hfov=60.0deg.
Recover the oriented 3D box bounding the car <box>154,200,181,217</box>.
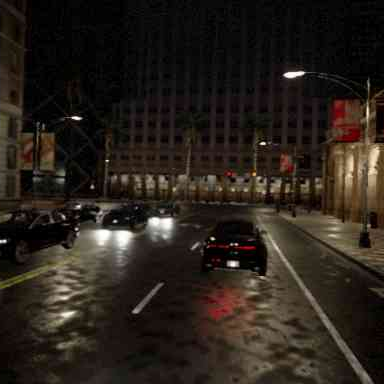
[{"bbox_3d":[-2.341,1.598,32.847,2.128,1.511,4.902,2,0,9],"label":"car"}]

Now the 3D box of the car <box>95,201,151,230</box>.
[{"bbox_3d":[-4.168,1.550,21.371,1.994,1.385,4.181,2,0,9],"label":"car"}]

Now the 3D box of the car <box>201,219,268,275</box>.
[{"bbox_3d":[1.422,1.653,10.990,1.837,1.490,4.892,2,-1,8],"label":"car"}]

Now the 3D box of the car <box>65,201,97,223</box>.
[{"bbox_3d":[-7.621,1.372,21.949,2.128,1.511,4.902,2,0,9],"label":"car"}]

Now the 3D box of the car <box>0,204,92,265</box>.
[{"bbox_3d":[-5.673,1.375,11.442,2.128,1.511,4.902,2,0,8],"label":"car"}]
